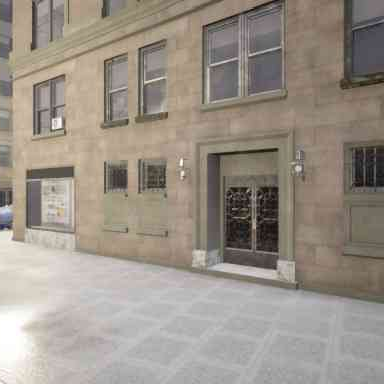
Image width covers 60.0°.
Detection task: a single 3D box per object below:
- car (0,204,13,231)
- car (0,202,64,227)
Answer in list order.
[{"bbox_3d":[-9.911,1.515,20.374,2.033,1.411,5.357,0,0,35],"label":"car"},{"bbox_3d":[-11.905,1.512,23.049,2.033,1.411,5.357,0,0,39],"label":"car"}]
